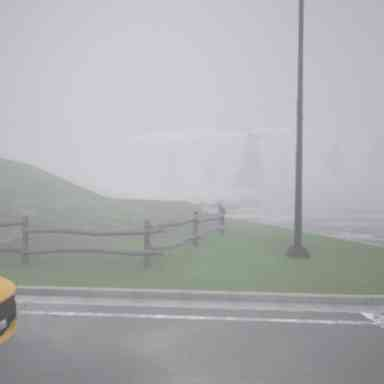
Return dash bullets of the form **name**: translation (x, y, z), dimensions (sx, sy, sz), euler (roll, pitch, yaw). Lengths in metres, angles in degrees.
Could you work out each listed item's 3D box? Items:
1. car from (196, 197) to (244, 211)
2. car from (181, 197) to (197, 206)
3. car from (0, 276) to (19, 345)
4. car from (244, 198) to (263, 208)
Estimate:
- **car**: translation (3.384, 1.611, 41.238), dimensions (2.033, 1.411, 5.357), euler (1, 0, -41)
- **car**: translation (0.517, 1.506, 53.401), dimensions (5.008, 1.535, 1.882), euler (1, -1, 38)
- **car**: translation (-4.917, 1.405, 4.339), dimensions (5.008, 1.535, 1.882), euler (1, 0, 3)
- **car**: translation (8.469, 1.646, 50.737), dimensions (1.837, 1.490, 4.892), euler (3, -2, -44)
